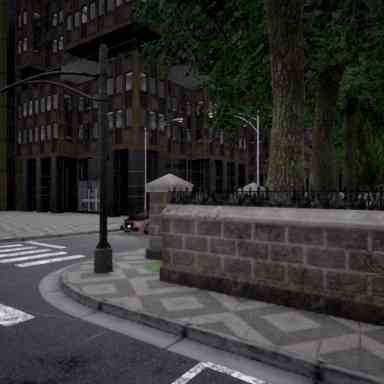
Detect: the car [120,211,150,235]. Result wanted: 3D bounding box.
[{"bbox_3d":[-2.622,1.916,21.592,1.994,1.385,4.181,0,-1,35],"label":"car"}]
